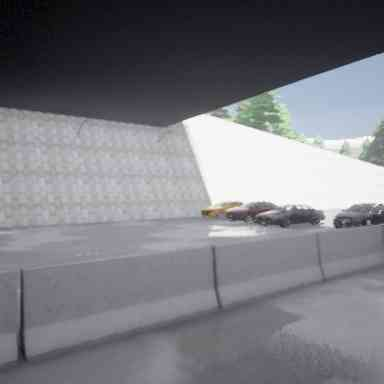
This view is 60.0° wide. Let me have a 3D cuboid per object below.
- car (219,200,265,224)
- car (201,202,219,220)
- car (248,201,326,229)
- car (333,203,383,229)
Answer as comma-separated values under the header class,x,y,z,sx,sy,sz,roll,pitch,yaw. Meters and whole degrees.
class,x,y,z,sx,sy,sz,roll,pitch,yaw
car,4.718,1.410,24.543,5.008,1.535,1.882,0,0,-35
car,3.011,1.408,27.624,5.008,1.535,1.882,0,0,-35
car,6.423,1.481,21.460,5.357,1.411,2.033,0,0,-35
car,10.464,1.429,20.040,4.892,1.490,1.837,0,0,-35
